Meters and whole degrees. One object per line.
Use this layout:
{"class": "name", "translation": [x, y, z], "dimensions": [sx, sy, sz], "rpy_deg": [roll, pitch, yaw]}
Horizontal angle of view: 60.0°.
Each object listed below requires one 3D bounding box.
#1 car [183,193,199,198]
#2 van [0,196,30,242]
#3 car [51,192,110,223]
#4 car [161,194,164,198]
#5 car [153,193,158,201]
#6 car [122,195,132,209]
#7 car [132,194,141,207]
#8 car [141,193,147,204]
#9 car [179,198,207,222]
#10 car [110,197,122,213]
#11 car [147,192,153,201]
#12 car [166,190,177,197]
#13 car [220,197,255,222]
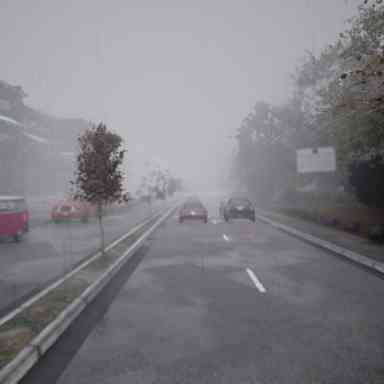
{"class": "car", "translation": [0.152, 1.155, 42.003], "dimensions": [2.033, 1.411, 5.357], "rpy_deg": [0, 1, 1]}
{"class": "van", "translation": [-8.098, 1.155, 12.740], "dimensions": [1.878, 1.987, 4.442], "rpy_deg": [0, 1, 0]}
{"class": "car", "translation": [-8.045, 1.024, 23.920], "dimensions": [2.435, 2.045, 5.566], "rpy_deg": [0, 1, 0]}
{"class": "car", "translation": [-7.621, 0.723, 72.275], "dimensions": [2.163, 1.488, 4.792], "rpy_deg": [0, 1, 3]}
{"class": "car", "translation": [-7.856, 0.826, 62.680], "dimensions": [2.097, 1.535, 5.008], "rpy_deg": [0, 1, 1]}
{"class": "car", "translation": [-7.992, 1.200, 35.046], "dimensions": [2.002, 1.452, 4.674], "rpy_deg": [0, 1, 0]}
{"class": "car", "translation": [-7.964, 1.128, 40.562], "dimensions": [2.163, 1.488, 4.792], "rpy_deg": [0, 1, 0]}
{"class": "car", "translation": [-7.937, 1.074, 46.138], "dimensions": [2.002, 1.452, 4.674], "rpy_deg": [0, 1, 0]}
{"class": "car", "translation": [0.080, 1.354, 24.125], "dimensions": [1.994, 1.385, 4.181], "rpy_deg": [0, 1, 0]}
{"class": "car", "translation": [-8.018, 1.250, 29.467], "dimensions": [2.163, 1.488, 4.792], "rpy_deg": [0, 1, 0]}
{"class": "car", "translation": [-7.910, 0.967, 51.688], "dimensions": [2.231, 1.521, 4.892], "rpy_deg": [0, 1, 0]}
{"class": "car", "translation": [-6.262, 0.428, 90.279], "dimensions": [1.946, 1.575, 5.366], "rpy_deg": [0, 1, 7]}
{"class": "car", "translation": [3.231, 1.139, 24.475], "dimensions": [2.097, 1.767, 4.553], "rpy_deg": [0, 1, 0]}
